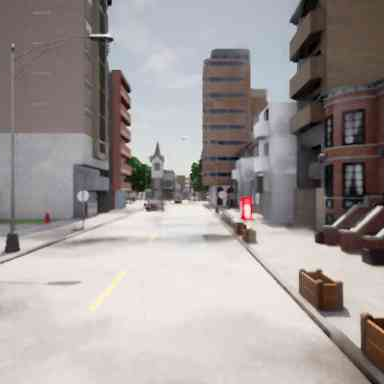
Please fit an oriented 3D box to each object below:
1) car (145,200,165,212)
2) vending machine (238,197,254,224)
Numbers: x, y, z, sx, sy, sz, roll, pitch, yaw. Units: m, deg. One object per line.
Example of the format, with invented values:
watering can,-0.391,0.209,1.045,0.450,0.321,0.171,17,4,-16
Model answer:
car,-4.160,1.570,38.484,1.994,1.385,4.181,0,0,0
vending machine,4.272,1.419,26.177,1.100,2.100,0.880,0,0,0
